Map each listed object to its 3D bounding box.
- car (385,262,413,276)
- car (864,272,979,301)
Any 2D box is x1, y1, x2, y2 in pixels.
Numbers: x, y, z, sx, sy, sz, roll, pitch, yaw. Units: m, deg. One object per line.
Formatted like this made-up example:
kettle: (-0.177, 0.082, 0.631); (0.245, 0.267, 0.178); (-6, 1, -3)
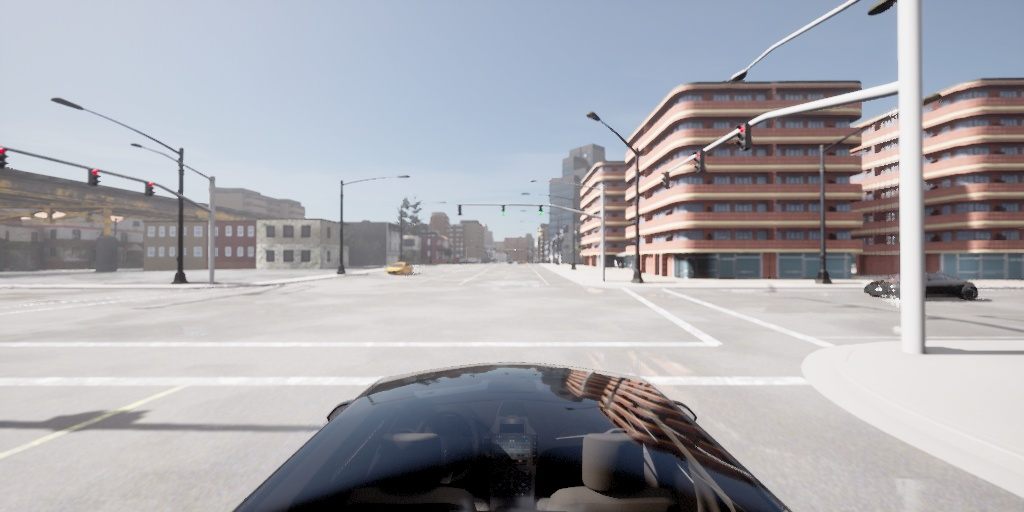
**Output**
car: (-12.715, 1.475, 40.626); (1.882, 1.535, 5.008); (0, 1, 1)
car: (20.402, 1.494, 18.004); (4.181, 1.385, 1.994); (0, -1, 0)
